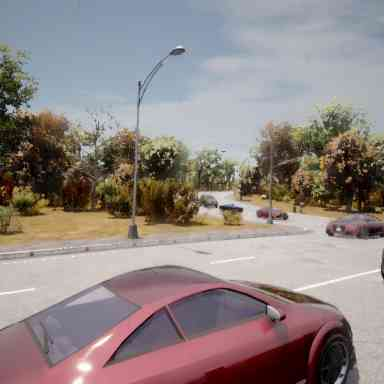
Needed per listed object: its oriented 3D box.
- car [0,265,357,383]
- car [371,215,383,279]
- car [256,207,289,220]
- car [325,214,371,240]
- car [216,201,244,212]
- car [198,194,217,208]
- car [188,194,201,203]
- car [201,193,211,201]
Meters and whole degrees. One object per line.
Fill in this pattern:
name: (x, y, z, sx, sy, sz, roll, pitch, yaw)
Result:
car: (-0.005, 1.572, 3.744, 4.181, 1.385, 1.994, 0, 0, -36)
car: (7.017, 1.488, 8.798, 4.553, 1.767, 2.097, 2, -1, -35)
car: (9.030, 2.357, 37.635, 1.994, 1.385, 4.181, 3, -1, -22)
car: (9.755, 1.974, 19.597, 4.181, 1.385, 1.994, 3, -2, -36)
car: (5.513, 2.250, 46.913, 1.895, 1.301, 4.718, 3, 0, -18)
car: (2.806, 1.559, 56.695, 2.150, 2.045, 5.566, 3, 2, -13)
car: (0.504, 1.307, 69.320, 1.837, 1.490, 4.892, 2, 2, -9)
car: (3.218, 1.148, 78.295, 2.128, 1.511, 4.902, 2, 2, -1)
